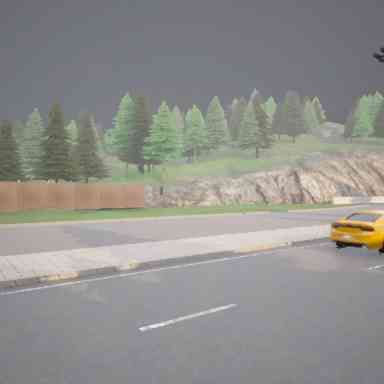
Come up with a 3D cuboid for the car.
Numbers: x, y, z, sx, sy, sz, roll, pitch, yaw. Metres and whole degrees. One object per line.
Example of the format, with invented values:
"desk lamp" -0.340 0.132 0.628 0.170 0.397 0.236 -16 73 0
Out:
"car" 7.633 1.477 13.490 5.008 1.535 1.882 0 0 -35
